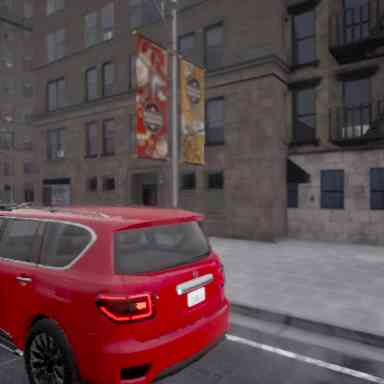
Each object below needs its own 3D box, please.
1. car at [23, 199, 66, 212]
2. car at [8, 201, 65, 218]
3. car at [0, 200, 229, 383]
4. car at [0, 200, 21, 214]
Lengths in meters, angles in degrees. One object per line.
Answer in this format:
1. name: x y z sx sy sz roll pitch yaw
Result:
1. car: -16.980 1.548 38.557 1.802 1.307 4.206 0 0 35
2. car: -13.642 1.512 29.408 1.802 1.307 4.206 0 0 35
3. car: -2.118 1.216 5.184 5.566 2.045 2.150 0 0 36
4. car: -20.181 1.534 34.061 1.947 1.339 4.313 0 0 35
